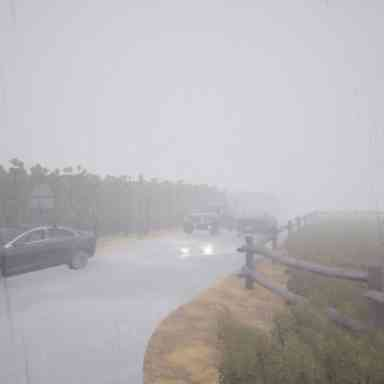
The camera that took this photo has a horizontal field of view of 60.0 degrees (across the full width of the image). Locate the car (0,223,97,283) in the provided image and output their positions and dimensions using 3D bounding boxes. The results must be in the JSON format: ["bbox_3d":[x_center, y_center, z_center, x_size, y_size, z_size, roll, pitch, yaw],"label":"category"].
[{"bbox_3d":[-5.025,1.721,9.842,2.128,1.511,4.902,-1,-2,28],"label":"car"}]

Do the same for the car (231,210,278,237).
[{"bbox_3d":[4.409,2.048,22.132,1.882,1.535,5.008,0,-2,24],"label":"car"}]

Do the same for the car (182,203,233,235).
[{"bbox_3d":[1.334,1.811,23.314,2.150,2.045,5.566,0,-2,25],"label":"car"}]
